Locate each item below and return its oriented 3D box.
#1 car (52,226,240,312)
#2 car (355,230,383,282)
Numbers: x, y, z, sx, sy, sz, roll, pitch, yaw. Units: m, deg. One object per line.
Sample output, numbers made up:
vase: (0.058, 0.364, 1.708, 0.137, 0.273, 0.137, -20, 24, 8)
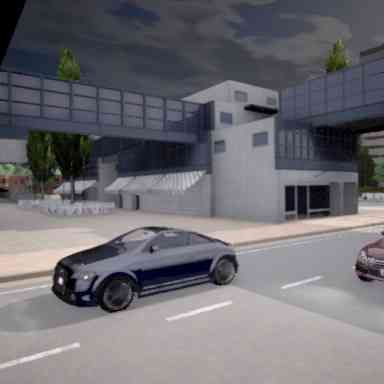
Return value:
car: (-0.921, 1.506, 7.603, 4.181, 1.385, 1.994, -1, 1, -35)
car: (5.903, 1.371, 8.115, 4.674, 1.442, 1.812, -1, 1, -35)
